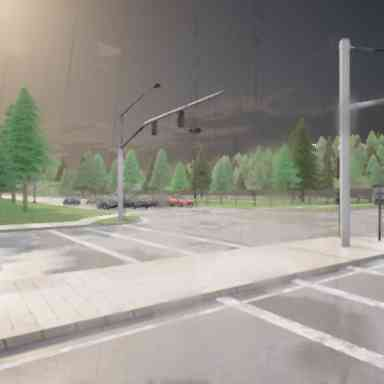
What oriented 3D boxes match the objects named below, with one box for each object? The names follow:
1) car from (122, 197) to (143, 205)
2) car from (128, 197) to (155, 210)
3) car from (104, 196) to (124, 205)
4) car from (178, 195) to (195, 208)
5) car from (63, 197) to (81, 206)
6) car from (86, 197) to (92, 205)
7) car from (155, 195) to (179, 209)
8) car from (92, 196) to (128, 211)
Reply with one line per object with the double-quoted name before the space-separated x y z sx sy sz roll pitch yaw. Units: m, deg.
"car" -10.857 1.529 60.479 1.895 1.301 4.718 0 0 -35
"car" -7.296 1.495 43.108 2.033 1.411 5.357 0 0 -35
"car" -13.746 1.463 58.492 1.812 1.442 4.674 0 0 -35
"car" -1.496 1.280 47.035 2.097 1.767 4.553 0 0 -35
"car" -19.985 1.505 55.189 2.033 1.411 5.357 0 0 -35
"car" -16.339 1.511 56.080 1.994 1.385 4.181 0 0 -35
"car" -4.347 1.485 45.000 2.033 1.411 5.357 0 0 -35
"car" -10.250 1.505 41.225 2.033 1.411 5.357 0 0 -35
